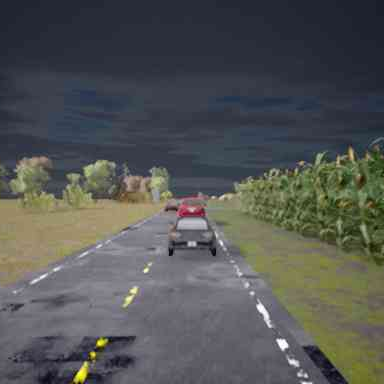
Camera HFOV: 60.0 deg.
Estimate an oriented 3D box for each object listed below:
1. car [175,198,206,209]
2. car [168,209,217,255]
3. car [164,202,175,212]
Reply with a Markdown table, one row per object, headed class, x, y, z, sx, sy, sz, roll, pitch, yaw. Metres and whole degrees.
| class | x | y | z | sx | sy | sz | roll | pitch | yaw |
| --- | --- | --- | --- | --- | --- | --- | --- | --- | --- |
| car | 0.010 | 1.523 | 27.582 | 2.150 | 2.045 | 5.566 | 0 | 0 | 0 |
| car | 0.025 | 1.673 | 13.911 | 1.812 | 1.442 | 4.674 | 0 | 0 | 1 |
| car | -2.762 | 2.105 | 45.837 | 1.895 | 1.301 | 4.718 | 0 | -1 | 0 |
